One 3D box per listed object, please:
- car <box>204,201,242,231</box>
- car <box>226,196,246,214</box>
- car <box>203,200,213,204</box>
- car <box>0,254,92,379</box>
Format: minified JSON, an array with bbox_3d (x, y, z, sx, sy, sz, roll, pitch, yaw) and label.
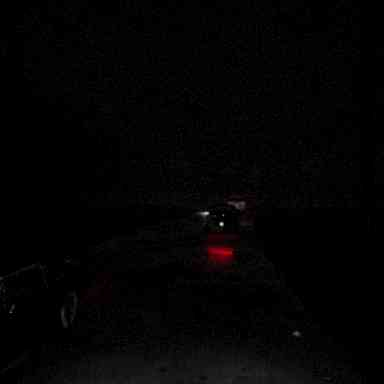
[{"bbox_3d":[2.033,1.567,21.016,1.837,1.490,4.892,0,-1,9],"label":"car"},{"bbox_3d":[5.364,1.560,40.368,2.150,2.045,5.566,0,-1,7],"label":"car"},{"bbox_3d":[2.602,1.883,45.084,1.882,1.535,5.008,0,-1,4],"label":"car"},{"bbox_3d":[-2.929,1.585,4.119,1.895,1.301,4.718,0,0,3],"label":"car"}]
